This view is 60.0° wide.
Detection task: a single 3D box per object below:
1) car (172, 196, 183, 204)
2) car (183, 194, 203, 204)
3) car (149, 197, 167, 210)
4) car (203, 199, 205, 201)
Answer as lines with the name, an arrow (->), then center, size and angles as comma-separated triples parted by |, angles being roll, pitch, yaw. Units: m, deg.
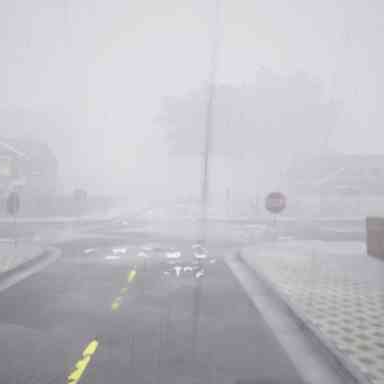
car -> -2.447, 1.427, 63.095 | 1.882, 1.535, 5.008 | 0, 0, 8
car -> 0.246, 1.317, 62.501 | 2.097, 1.767, 4.553 | 0, 0, 9
car -> -4.250, 1.462, 42.546 | 1.837, 1.490, 4.892 | 0, 0, 2
car -> 1.839, 1.152, 72.286 | 2.097, 1.767, 4.553 | 1, 0, 12
